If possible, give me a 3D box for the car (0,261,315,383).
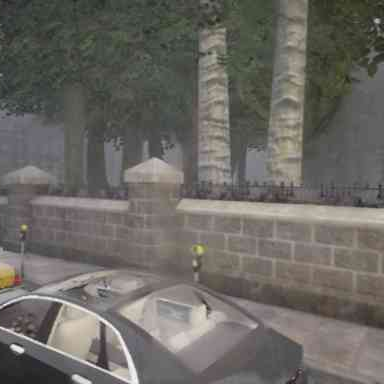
[{"bbox_3d":[-1.033,1.531,3.527,4.403,1.369,2.008,0,2,36],"label":"car"}]
